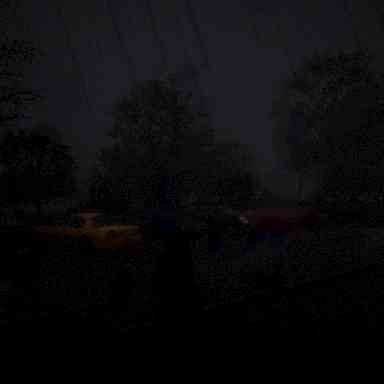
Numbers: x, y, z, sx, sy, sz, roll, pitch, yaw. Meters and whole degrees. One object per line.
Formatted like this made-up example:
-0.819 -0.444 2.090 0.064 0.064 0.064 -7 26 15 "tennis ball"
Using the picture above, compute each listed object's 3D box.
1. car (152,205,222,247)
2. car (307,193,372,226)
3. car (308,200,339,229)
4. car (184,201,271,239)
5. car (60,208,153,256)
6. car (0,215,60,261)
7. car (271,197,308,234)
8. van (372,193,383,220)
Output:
-1.403 1.486 15.013 4.792 1.488 2.163 -1 -1 34 "car"
8.546 1.124 22.233 5.566 2.045 2.435 -1 0 34 "car"
6.159 1.435 20.481 4.674 1.452 2.002 -1 -1 34 "car"
1.300 1.309 17.024 4.553 1.767 2.185 -1 -1 34 "car"
-4.341 1.479 13.146 5.366 1.575 1.946 -1 0 34 "car"
-6.938 1.503 11.063 4.892 1.521 2.231 -1 0 34 "car"
3.764 1.288 18.720 4.553 1.767 2.185 -1 0 34 "car"
11.086 1.128 23.893 4.442 1.987 1.878 -1 -1 34 "van"
